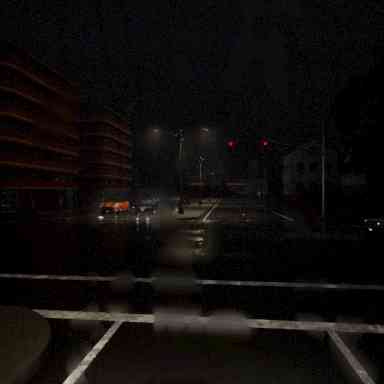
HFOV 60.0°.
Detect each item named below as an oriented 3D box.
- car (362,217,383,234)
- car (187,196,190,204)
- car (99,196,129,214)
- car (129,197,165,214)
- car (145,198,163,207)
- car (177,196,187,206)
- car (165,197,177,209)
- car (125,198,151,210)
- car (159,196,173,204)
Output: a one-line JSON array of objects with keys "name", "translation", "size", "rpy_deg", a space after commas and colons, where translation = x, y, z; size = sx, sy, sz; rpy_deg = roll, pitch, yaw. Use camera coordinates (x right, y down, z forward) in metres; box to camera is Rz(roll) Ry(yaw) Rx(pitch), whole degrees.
[{"name": "car", "translation": [11.302, 1.601, 16.761], "size": [4.718, 1.301, 1.895], "rpy_deg": [0, 0, 6]}, {"name": "car", "translation": [-1.594, 1.505, 63.051], "size": [1.837, 1.490, 4.892], "rpy_deg": [0, 0, 7]}, {"name": "car", "translation": [-8.084, 1.352, 34.968], "size": [2.097, 1.767, 4.553], "rpy_deg": [0, 0, 6]}, {"name": "car", "translation": [-4.570, 1.491, 34.895], "size": [2.128, 1.511, 4.902], "rpy_deg": [0, 0, 6]}, {"name": "car", "translation": [-6.092, 1.601, 53.916], "size": [1.895, 1.301, 4.718], "rpy_deg": [0, 0, 6]}, {"name": "car", "translation": [-2.652, 1.491, 53.149], "size": [2.128, 1.511, 4.902], "rpy_deg": [0, 0, 6]}, {"name": "car", "translation": [-3.608, 1.601, 44.104], "size": [1.895, 1.301, 4.718], "rpy_deg": [0, 0, 6]}, {"name": "car", "translation": [-7.094, 1.545, 44.386], "size": [2.033, 1.411, 5.357], "rpy_deg": [0, 0, 6]}, {"name": "car", "translation": [-5.025, 1.564, 63.890], "size": [1.994, 1.385, 4.181], "rpy_deg": [0, 0, 6]}]
